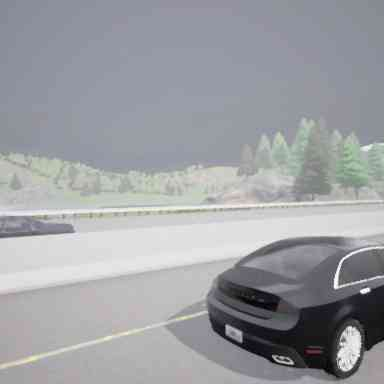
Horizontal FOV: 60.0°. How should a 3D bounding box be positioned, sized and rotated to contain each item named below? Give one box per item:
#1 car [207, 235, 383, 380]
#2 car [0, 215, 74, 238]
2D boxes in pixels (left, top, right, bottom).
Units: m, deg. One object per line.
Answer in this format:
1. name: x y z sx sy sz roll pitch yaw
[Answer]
1. car: 2.490 1.493 5.521 4.892 1.490 1.837 0 0 -35
2. car: -6.961 1.546 11.911 5.357 1.411 2.033 0 0 -35
